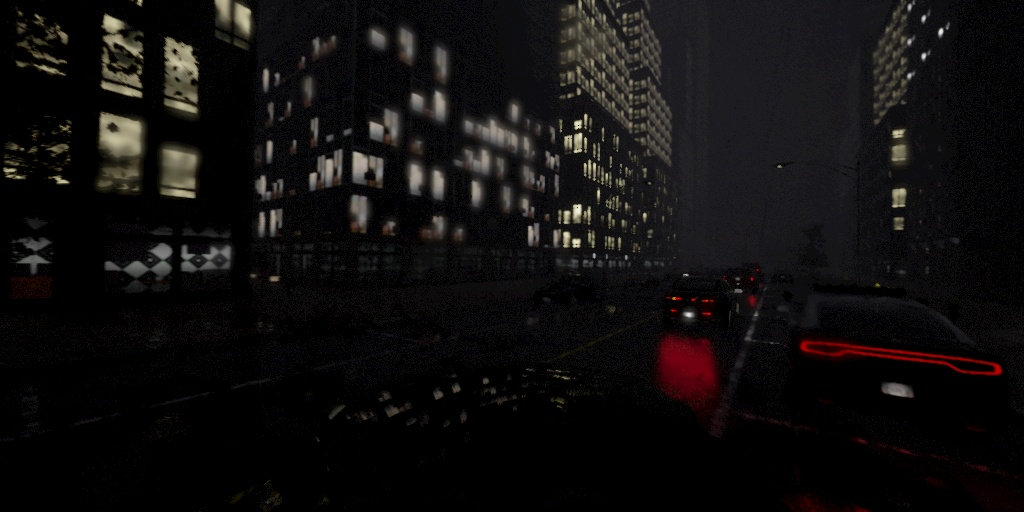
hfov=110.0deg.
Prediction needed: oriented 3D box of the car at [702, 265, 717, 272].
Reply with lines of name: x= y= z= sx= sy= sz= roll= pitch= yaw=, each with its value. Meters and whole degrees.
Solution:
car: x=22.800 y=2.030 z=39.801 sx=1.994 sy=1.385 sz=4.181 roll=0 pitch=-1 yaw=37

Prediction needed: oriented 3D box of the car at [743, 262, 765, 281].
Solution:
car: x=26.534 y=1.738 z=39.777 sx=2.150 sy=2.045 sz=5.566 roll=0 pitch=-1 yaw=36

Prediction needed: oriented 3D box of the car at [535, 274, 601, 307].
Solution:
car: x=2.763 y=1.516 z=16.901 sx=1.948 sy=1.339 sz=4.313 roll=0 pitch=0 yaw=36

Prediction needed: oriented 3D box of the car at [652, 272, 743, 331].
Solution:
car: x=6.459 y=1.457 z=12.138 sx=1.837 sy=1.490 sz=4.892 roll=0 pitch=-1 yaw=36

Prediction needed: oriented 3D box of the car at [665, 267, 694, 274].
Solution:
car: x=16.195 y=1.878 z=35.282 sx=2.007 sy=1.370 sz=4.403 roll=0 pitch=0 yaw=36

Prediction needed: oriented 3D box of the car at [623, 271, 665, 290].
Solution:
car: x=9.479 y=1.721 z=26.090 sx=1.802 sy=1.307 sz=4.207 roll=0 pitch=0 yaw=36

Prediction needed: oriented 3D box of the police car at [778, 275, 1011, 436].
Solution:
police car: x=5.745 y=1.303 z=6.019 sx=1.930 sy=1.638 sz=5.238 roll=0 pitch=-1 yaw=36

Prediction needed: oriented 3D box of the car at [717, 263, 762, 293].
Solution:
car: x=16.282 y=1.581 z=25.578 sx=2.097 sy=1.767 sz=4.553 roll=0 pitch=-1 yaw=36

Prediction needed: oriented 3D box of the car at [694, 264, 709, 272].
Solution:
car: x=22.912 y=2.059 z=44.472 sx=1.888 sy=1.381 sz=4.507 roll=0 pitch=0 yaw=36

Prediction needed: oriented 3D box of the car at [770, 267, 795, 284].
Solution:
car: x=26.312 y=2.030 z=34.922 sx=1.948 sy=1.339 sz=4.313 roll=0 pitch=0 yaw=36
